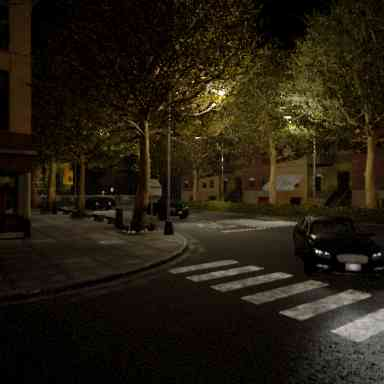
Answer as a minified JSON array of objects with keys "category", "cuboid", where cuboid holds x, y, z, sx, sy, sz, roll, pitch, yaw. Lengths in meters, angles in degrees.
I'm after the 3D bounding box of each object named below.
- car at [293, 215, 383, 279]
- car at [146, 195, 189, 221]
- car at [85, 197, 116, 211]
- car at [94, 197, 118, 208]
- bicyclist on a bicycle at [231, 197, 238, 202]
[{"category":"car","cuboid":[4.262,1.502,10.238,2.128,1.511,4.902,0,0,11]},{"category":"car","cuboid":[-2.474,1.242,27.793,2.150,2.045,5.566,0,0,-35]},{"category":"car","cuboid":[-11.539,1.369,40.999,2.097,1.767,4.553,0,0,-34]},{"category":"car","cuboid":[-12.736,1.527,48.927,1.837,1.490,4.892,0,0,-34]},{"category":"bicyclist on a bicycle","cuboid":[4.716,1.332,37.580,1.656,1.620,0.582,0,0,-35]}]
